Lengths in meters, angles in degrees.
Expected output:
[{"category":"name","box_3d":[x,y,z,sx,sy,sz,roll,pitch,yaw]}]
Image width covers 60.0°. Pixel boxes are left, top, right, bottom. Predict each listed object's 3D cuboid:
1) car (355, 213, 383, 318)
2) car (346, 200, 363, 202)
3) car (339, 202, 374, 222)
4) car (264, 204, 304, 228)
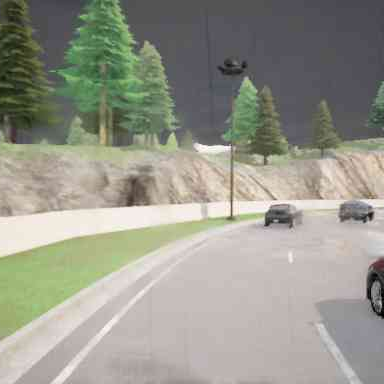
[{"category":"car","box_3d":[4.251,1.391,4.564,2.097,1.767,4.553,1,0,6]},{"category":"car","box_3d":[18.263,1.650,37.067,5.008,1.535,1.882,1,0,-41]},{"category":"car","box_3d":[13.280,1.726,26.631,1.895,1.301,4.718,0,0,37]},{"category":"car","box_3d":[6.369,1.569,22.793,1.837,1.490,4.892,0,0,28]}]
